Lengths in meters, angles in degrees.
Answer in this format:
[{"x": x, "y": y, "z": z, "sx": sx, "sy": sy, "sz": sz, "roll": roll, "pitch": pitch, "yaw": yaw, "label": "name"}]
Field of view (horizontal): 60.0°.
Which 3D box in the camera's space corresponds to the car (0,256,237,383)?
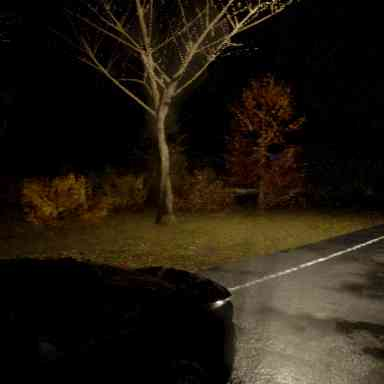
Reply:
[{"x": -1.781, "y": 1.360, "z": 2.510, "sx": 5.008, "sy": 1.535, "sz": 1.882, "roll": 0, "pitch": 2, "yaw": -41, "label": "car"}]
